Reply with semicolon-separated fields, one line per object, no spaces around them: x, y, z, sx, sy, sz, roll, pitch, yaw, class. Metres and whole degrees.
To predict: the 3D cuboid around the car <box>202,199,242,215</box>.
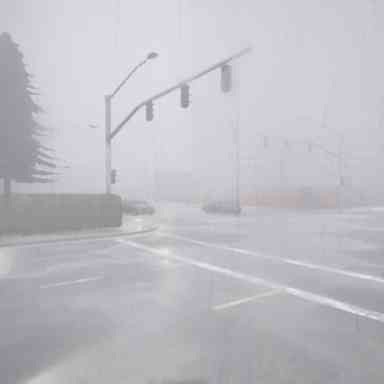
2.755;1.395;31.529;1.994;1.385;4.181;-1;0;-34;car

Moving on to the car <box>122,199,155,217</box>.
-5.105;1.394;30.364;1.837;1.490;4.892;-1;0;-35;car
